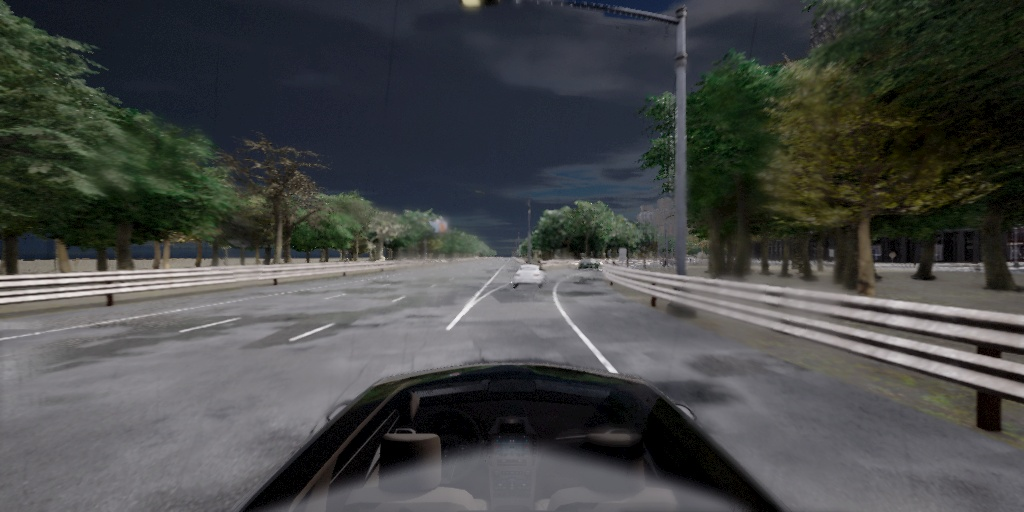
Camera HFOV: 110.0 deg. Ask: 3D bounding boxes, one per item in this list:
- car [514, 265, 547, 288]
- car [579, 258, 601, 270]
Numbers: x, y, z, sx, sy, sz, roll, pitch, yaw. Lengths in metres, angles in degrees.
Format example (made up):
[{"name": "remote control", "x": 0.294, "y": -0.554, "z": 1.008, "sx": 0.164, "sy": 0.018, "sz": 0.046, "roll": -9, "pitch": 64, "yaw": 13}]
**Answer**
[{"name": "car", "x": 1.244, "y": 1.288, "z": 23.568, "sx": 1.812, "sy": 1.442, "sz": 4.674, "roll": 0, "pitch": 0, "yaw": 9}, {"name": "car", "x": 11.283, "y": 1.100, "z": 51.934, "sx": 2.097, "sy": 1.767, "sz": 4.553, "roll": 0, "pitch": 0, "yaw": 30}]
